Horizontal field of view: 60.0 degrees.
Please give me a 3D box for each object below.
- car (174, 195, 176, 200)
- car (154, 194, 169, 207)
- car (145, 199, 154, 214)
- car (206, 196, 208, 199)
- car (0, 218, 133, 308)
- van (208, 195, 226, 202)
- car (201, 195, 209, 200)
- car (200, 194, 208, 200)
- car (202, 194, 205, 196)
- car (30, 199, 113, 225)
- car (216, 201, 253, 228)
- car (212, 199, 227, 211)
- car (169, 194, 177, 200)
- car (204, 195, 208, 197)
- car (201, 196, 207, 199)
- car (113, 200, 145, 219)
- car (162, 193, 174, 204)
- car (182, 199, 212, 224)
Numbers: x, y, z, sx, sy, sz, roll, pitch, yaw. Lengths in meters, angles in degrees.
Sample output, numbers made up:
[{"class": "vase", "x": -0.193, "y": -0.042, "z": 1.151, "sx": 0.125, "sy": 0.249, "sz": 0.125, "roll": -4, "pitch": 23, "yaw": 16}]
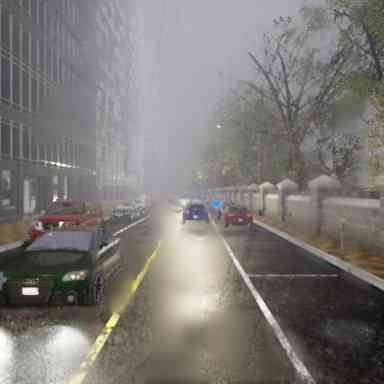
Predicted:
[{"class": "car", "x": -4.874, "y": 1.359, "z": 71.255, "sx": 1.752, "sy": 1.417, "sz": 4.829, "roll": 0, "pitch": 0, "yaw": 0}, {"class": "car", "x": -4.967, "y": 1.440, "z": 48.861, "sx": 2.008, "sy": 1.369, "sz": 4.403, "roll": 0, "pitch": 0, "yaw": 1}, {"class": "car", "x": -5.204, "y": 1.478, "z": 31.967, "sx": 2.008, "sy": 1.369, "sz": 4.403, "roll": 0, "pitch": 0, "yaw": 1}, {"class": "car", "x": 3.148, "y": 1.453, "z": 43.987, "sx": 2.008, "sy": 1.369, "sz": 4.403, "roll": 0, "pitch": 0, "yaw": 1}, {"class": "car", "x": -2.826, "y": 1.546, "z": 7.815, "sx": 1.994, "sy": 1.385, "sz": 4.181, "roll": 0, "pitch": 0, "yaw": 0}, {"class": "van", "x": 3.068, "y": 1.256, "z": 38.369, "sx": 1.690, "sy": 1.788, "sz": 3.998, "roll": 0, "pitch": 0, "yaw": 1}, {"class": "car", "x": 3.238, "y": 1.354, "z": 83.327, "sx": 2.008, "sy": 1.369, "sz": 4.403, "roll": 0, "pitch": 0, "yaw": -1}, {"class": "car", "x": 3.185, "y": 1.312, "z": 89.121, "sx": 1.752, "sy": 1.417, "sz": 4.829, "roll": 0, "pitch": 0, "yaw": -1}, {"class": "car", "x": 3.285, "y": 1.413, "z": 60.842, "sx": 2.008, "sy": 1.369, "sz": 4.403, "roll": 0, "pitch": 0, "yaw": 0}, {"class": "car", "x": -5.405, "y": 1.280, "z": 15.102, "sx": 2.192, "sy": 1.841, "sz": 5.009, "roll": 0, "pitch": 0, "yaw": 0}, {"class": "car", "x": 2.826, "y": 1.497, "z": 21.481, "sx": 1.887, "sy": 1.381, "sz": 4.507, "roll": 0, "pitch": 0, "yaw": 1}, {"class": "car", "x": 2.895, "y": 1.506, "z": 27.122, "sx": 1.947, "sy": 1.339, "sz": 4.313, "roll": 0, "pitch": 0, "yaw": 1}, {"class": "car", "x": -4.977, "y": 1.332, "z": 88.359, "sx": 1.887, "sy": 1.381, "sz": 4.507, "roll": 0, "pitch": 0, "yaw": -1}, {"class": "car", "x": 3.256, "y": 1.458, "z": 55.222, "sx": 1.802, "sy": 1.307, "sz": 4.206, "roll": 0, "pitch": 0, "yaw": 0}, {"class": "car", "x": 0.497, "y": 1.509, "z": 41.063, "sx": 1.895, "sy": 1.301, "sz": 4.718, "roll": 0, "pitch": 0, "yaw": 1}, {"class": "car", "x": -5.286, "y": 1.490, "z": 26.347, "sx": 2.008, "sy": 1.369, "sz": 4.403, "roll": 0, "pitch": 0, "yaw": 1}, {"class": "car", "x": -4.888, "y": 1.177, "z": 60.140, "sx": 2.192, "sy": 1.841, "sz": 5.009, "roll": 0, "pitch": 0, "yaw": 0}, {"class": "car", "x": 0.252, "y": 1.472, "z": 23.933, "sx": 1.812, "sy": 1.442, "sz": 4.674, "roll": 0, "pitch": 0, "yaw": 1}]
